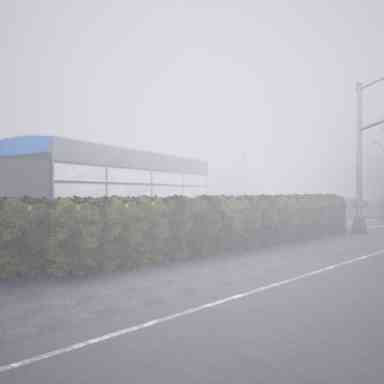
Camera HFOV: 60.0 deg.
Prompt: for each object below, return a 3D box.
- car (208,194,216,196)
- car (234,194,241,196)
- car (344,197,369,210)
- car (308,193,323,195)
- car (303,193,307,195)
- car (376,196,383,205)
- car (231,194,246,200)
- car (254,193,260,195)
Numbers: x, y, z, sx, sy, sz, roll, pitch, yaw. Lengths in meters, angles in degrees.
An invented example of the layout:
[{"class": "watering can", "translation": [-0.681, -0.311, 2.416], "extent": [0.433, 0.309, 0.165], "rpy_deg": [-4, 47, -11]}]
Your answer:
[{"class": "car", "translation": [4.481, 1.298, 85.273], "extent": [4.514, 1.523, 2.007], "rpy_deg": [0, 0, -41]}, {"class": "car", "translation": [8.906, 1.298, 63.555], "extent": [4.514, 1.523, 2.007], "rpy_deg": [0, 0, -41]}, {"class": "car", "translation": [19.277, 1.339, 39.577], "extent": [4.514, 1.523, 2.007], "rpy_deg": [0, 0, -41]}, {"class": "car", "translation": [27.130, 1.097, 70.705], "extent": [4.605, 1.855, 1.932], "rpy_deg": [0, 0, -41]}, {"class": "car", "translation": [24.932, 1.077, 72.649], "extent": [3.866, 1.878, 1.905], "rpy_deg": [0, 0, -41]}, {"class": "car", "translation": [31.502, 1.384, 53.928], "extent": [3.806, 1.475, 1.970], "rpy_deg": [0, 0, -41]}, {"class": "car", "translation": [12.221, 1.232, 87.059], "extent": [3.806, 1.475, 1.970], "rpy_deg": [0, 0, -41]}, {"class": "car", "translation": [16.631, 1.154, 82.385], "extent": [5.027, 1.636, 2.152], "rpy_deg": [0, 0, -41]}]
